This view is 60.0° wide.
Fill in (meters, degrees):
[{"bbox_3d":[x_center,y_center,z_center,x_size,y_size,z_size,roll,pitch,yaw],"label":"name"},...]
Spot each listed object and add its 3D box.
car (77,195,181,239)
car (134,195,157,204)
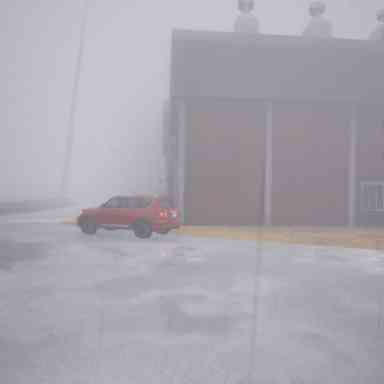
[{"bbox_3d":[-3.281,1.188,17.199,5.566,2.045,2.150,1,-1,25],"label":"car"},{"bbox_3d":[-9.271,1.512,66.593,2.097,1.767,4.553,1,0,28],"label":"car"}]
